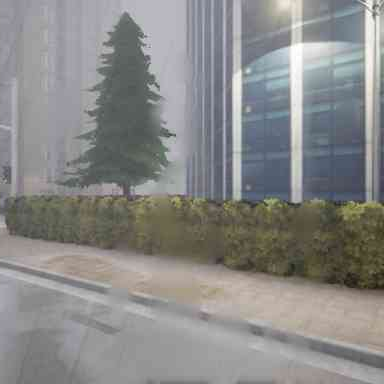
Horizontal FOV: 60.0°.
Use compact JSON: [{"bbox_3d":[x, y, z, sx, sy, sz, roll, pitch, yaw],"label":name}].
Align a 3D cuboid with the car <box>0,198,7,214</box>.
[{"bbox_3d":[-18.870,1.352,32.071,2.097,1.767,4.553,0,0,36],"label":"car"}]
